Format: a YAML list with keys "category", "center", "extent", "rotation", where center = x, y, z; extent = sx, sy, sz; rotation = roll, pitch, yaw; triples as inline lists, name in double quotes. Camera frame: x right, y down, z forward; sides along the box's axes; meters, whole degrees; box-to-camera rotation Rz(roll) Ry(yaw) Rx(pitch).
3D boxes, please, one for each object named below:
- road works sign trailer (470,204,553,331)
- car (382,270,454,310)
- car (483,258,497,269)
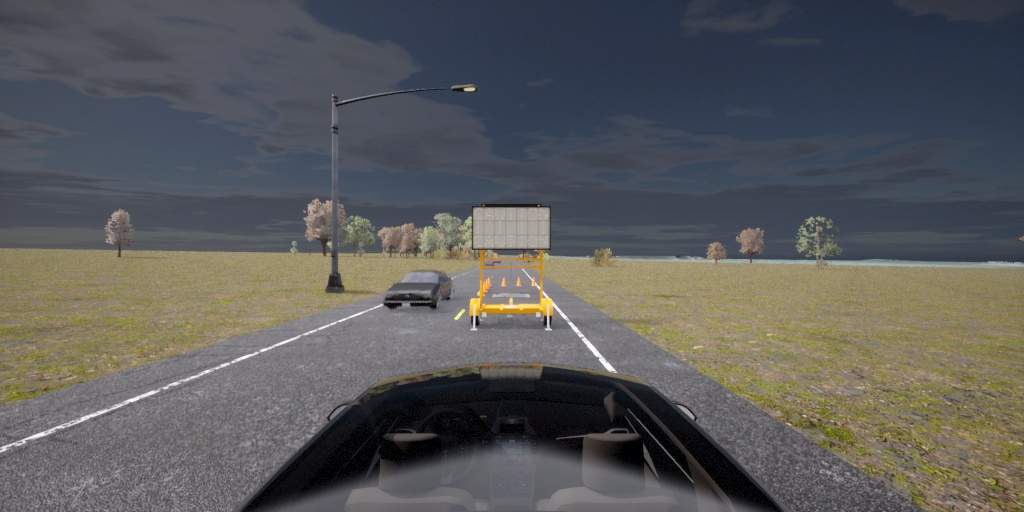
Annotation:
- category: "road works sign trailer"
  center: [-0.022, 0.215, 11.030]
  extent: [2.380, 3.560, 2.880]
  rotation: [0, 0, 0]
- category: "car"
  center: [-3.633, 1.299, 14.967]
  extent: [2.033, 1.411, 5.357]
  rotation: [0, 0, 0]
- category: "car"
  center: [-3.724, 1.260, 55.989]
  extent: [1.837, 1.490, 4.892]
  rotation: [0, 0, 0]
